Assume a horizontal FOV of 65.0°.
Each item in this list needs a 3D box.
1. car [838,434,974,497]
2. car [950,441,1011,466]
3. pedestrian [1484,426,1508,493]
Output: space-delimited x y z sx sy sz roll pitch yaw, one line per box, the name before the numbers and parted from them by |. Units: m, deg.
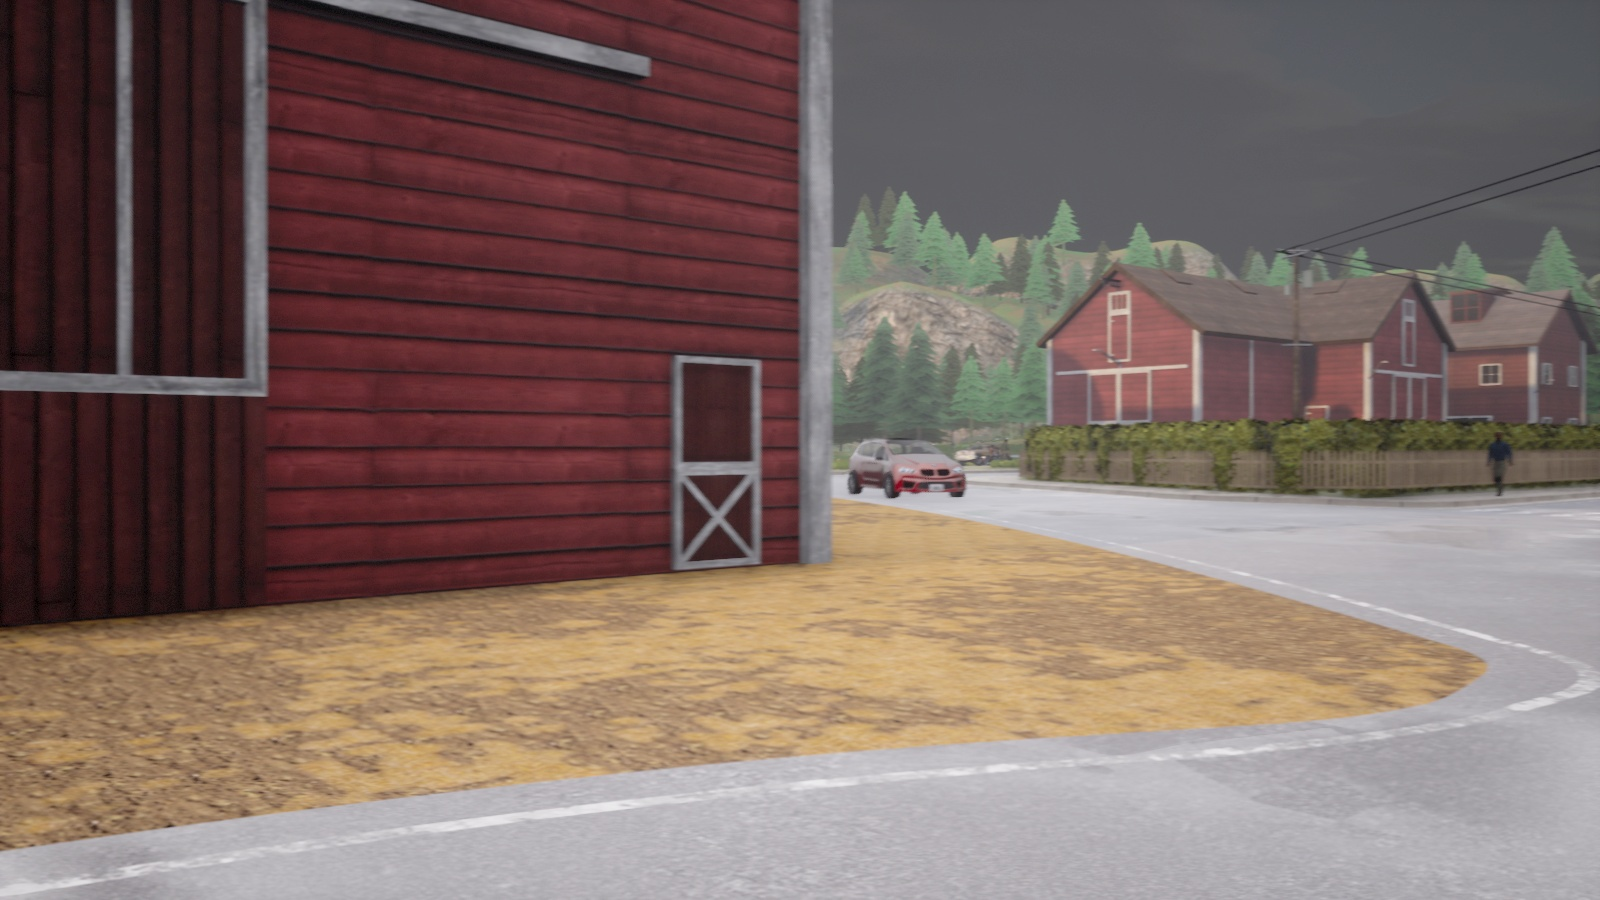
car | 2.903 0.398 35.636 2.242 1.667 4.611 0 0 -18
car | 13.533 0.227 94.103 4.605 1.855 1.932 0 0 -40
pedestrian | 19.040 0.255 34.373 0.726 1.835 0.370 0 0 -44
